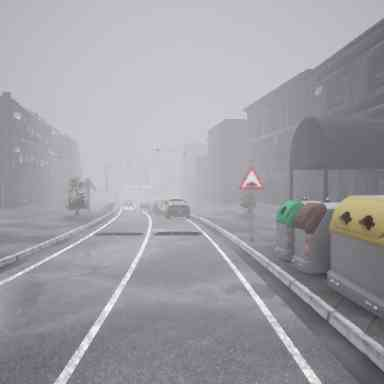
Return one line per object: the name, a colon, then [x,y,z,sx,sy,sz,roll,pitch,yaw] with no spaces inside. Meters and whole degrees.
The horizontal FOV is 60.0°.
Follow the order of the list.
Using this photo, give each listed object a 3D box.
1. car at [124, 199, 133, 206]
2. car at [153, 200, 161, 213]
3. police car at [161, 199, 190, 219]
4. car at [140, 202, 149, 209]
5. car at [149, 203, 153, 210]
car: [-14.426,2.427,75.452,2.128,1.511,4.902,0,0,-12]
car: [-3.207,1.699,40.078,1.801,1.575,5.366,0,-1,-11]
police car: [-1.420,1.471,30.034,1.930,1.638,5.238,0,-1,-9]
car: [-9.249,2.549,65.149,1.895,1.301,4.718,0,0,-12]
car: [-4.367,1.901,45.807,1.882,1.535,5.008,0,-2,-12]
